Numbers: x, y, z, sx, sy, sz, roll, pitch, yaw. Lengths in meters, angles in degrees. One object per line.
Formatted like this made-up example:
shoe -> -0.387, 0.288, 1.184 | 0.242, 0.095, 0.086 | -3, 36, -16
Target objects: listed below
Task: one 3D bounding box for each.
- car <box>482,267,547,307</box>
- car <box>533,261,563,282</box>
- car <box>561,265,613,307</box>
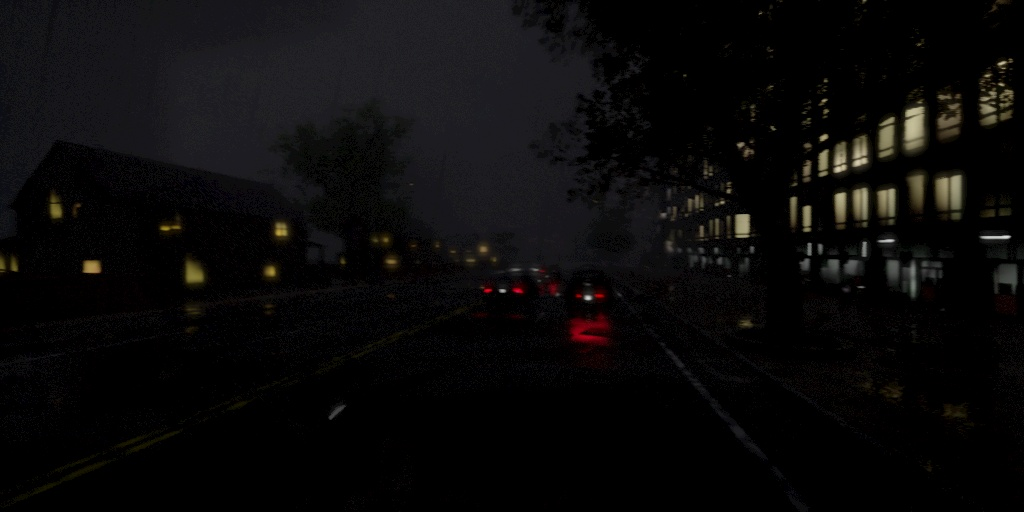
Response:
car -> 0.161, 1.417, 16.316 | 2.033, 1.411, 5.357 | -1, 0, 12
car -> 3.327, 1.462, 31.298 | 2.128, 1.511, 4.902 | -1, 0, 12
car -> 3.408, 1.339, 15.949 | 1.837, 1.490, 4.892 | -1, 0, 12
